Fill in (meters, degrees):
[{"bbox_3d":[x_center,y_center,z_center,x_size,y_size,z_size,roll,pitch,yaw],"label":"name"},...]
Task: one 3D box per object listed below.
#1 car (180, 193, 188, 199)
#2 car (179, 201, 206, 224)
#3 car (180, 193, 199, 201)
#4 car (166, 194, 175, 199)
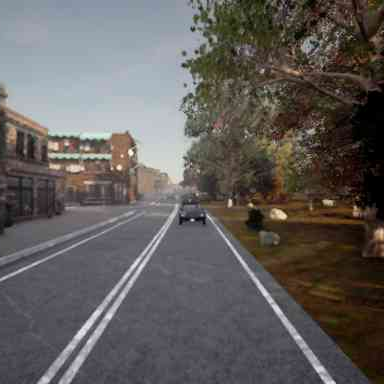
[{"bbox_3d":[-2.074,0.884,83.216,1.994,1.385,4.181,0,1,-3],"label":"car"},{"bbox_3d":[0.008,1.573,24.408,1.895,1.301,4.718,0,0,-1],"label":"car"},{"bbox_3d":[-0.320,1.142,42.689,2.150,2.045,5.566,0,0,-1],"label":"car"},{"bbox_3d":[-5.226,1.099,81.256,1.994,1.385,4.181,0,1,-3],"label":"car"}]
